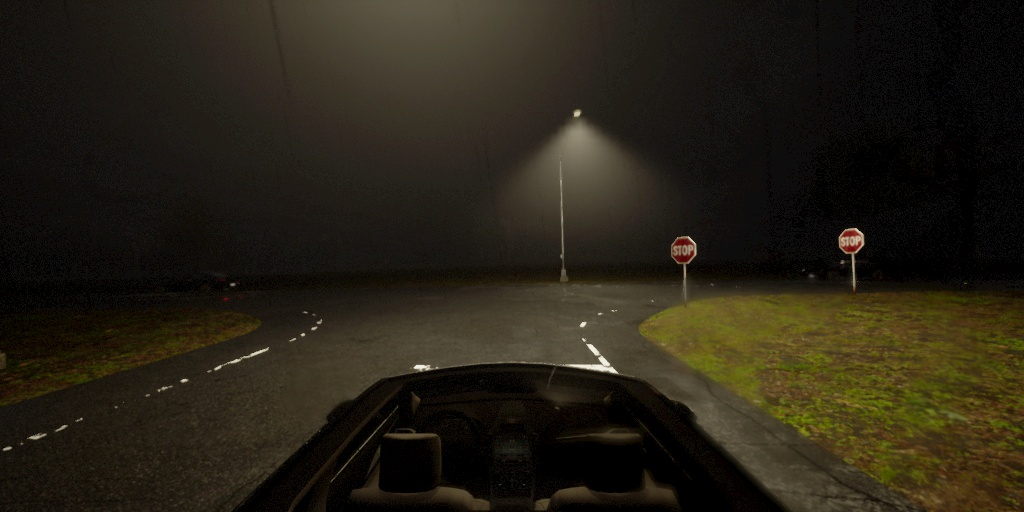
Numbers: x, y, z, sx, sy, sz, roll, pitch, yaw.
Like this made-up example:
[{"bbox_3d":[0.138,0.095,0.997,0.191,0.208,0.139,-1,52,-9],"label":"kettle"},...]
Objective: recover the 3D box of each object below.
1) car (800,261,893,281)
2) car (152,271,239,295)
[{"bbox_3d":[22.056,0.983,23.775,4.718,1.301,1.895,-1,-2,-1],"label":"car"},{"bbox_3d":[-20.382,1.725,23.231,4.674,1.442,1.812,-1,-2,0],"label":"car"}]
